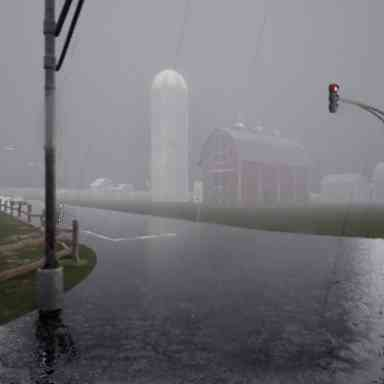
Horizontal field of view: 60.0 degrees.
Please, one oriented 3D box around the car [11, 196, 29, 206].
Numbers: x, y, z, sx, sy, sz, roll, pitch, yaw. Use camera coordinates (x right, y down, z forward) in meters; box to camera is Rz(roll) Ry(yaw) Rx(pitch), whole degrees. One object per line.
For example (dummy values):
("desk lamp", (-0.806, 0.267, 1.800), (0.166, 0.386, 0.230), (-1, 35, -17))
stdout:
("car", (-25.506, 1.284, 49.080), (2.033, 1.411, 5.357), (0, 0, -35))
